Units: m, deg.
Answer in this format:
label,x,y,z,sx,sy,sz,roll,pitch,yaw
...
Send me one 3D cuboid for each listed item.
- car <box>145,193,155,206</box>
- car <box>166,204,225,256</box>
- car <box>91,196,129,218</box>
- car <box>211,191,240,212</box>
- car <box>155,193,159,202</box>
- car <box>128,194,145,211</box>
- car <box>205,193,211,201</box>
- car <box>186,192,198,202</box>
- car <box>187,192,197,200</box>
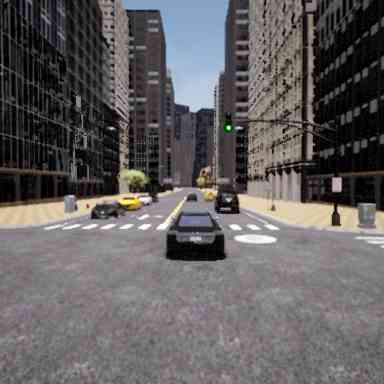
label,x,y,z,sx,sy,sz,roll,pitch,yaw
car,-6.512,1.059,44.810,1.812,1.442,4.674,0,1,1
car,0.118,1.410,12.600,1.994,1.385,4.181,0,1,0
car,-6.579,1.289,26.435,1.994,1.385,4.181,0,1,0
car,3.363,0.877,32.979,2.150,2.045,5.566,0,1,0
car,-6.480,0.931,55.010,1.837,1.490,4.892,0,1,0
car,-6.569,1.110,35.362,1.882,1.535,5.008,0,1,0
car,3.292,0.859,59.079,1.882,1.535,5.008,0,1,0
car,0.022,0.902,57.635,1.837,1.490,4.892,0,1,0
car,0.026,0.766,67.693,1.882,1.535,5.008,0,1,0
